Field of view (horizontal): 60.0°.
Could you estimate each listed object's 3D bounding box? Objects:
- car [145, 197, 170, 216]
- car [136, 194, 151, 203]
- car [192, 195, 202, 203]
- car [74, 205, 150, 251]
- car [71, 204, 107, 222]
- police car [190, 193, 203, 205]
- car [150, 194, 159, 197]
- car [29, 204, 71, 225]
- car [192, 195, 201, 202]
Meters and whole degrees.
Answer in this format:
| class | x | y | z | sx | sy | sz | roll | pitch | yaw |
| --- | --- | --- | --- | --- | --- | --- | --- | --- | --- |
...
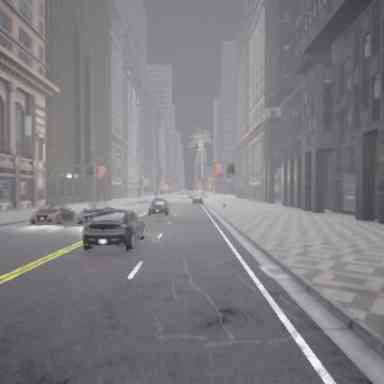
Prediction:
| class | x | y | z | sx | sy | sz | roll | pitch | yaw |
| --- | --- | --- | --- | --- | --- | --- | --- | --- | --- |
| car | -3.144 | 1.506 | 32.422 | 1.812 | 1.442 | 4.674 | 0 | 0 | 0 |
| car | -9.740 | 1.511 | 65.465 | 1.895 | 1.301 | 4.718 | 0 | 0 | 0 |
| car | 0.987 | 1.441 | 67.624 | 1.812 | 1.442 | 4.674 | 0 | 0 | 0 |
| car | -3.148 | 1.502 | 14.173 | 1.837 | 1.490 | 4.892 | 0 | 0 | 0 |
| car | -6.587 | 1.554 | 23.441 | 1.994 | 1.385 | 4.181 | 0 | 0 | 0 |
| police car | 0.985 | 1.360 | 57.734 | 1.930 | 1.638 | 5.238 | 0 | 0 | 0 |
| car | -6.496 | 1.507 | 63.923 | 1.895 | 1.301 | 4.718 | 0 | 0 | 0 |
| car | -9.837 | 1.554 | 23.809 | 1.994 | 1.385 | 4.181 | 0 | 0 | 0 |
| car | 0.988 | 1.428 | 73.624 | 1.812 | 1.442 | 4.674 | 0 | 0 | 0 |
